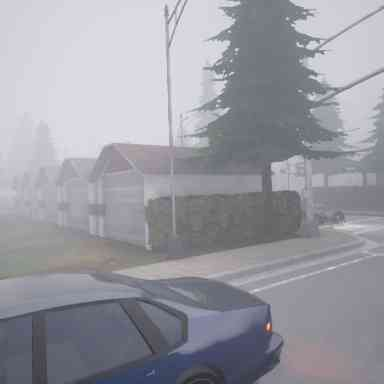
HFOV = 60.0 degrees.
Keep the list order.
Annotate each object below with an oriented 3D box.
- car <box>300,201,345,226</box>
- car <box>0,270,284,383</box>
[{"bbox_3d":[7.096,1.239,20.425,1.994,1.385,4.181,-2,1,-35],"label":"car"},{"bbox_3d":[-1.575,1.536,2.846,5.357,1.411,2.033,-2,1,-34],"label":"car"}]
